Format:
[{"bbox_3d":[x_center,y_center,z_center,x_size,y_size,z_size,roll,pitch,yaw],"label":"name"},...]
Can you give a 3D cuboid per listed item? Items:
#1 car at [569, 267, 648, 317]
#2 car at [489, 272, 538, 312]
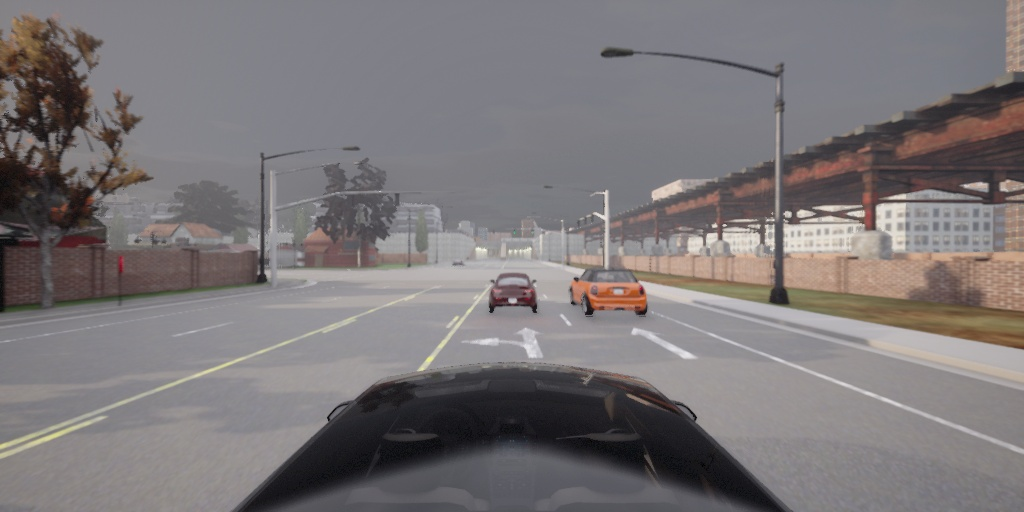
[{"bbox_3d":[3.550,1.219,14.009,2.097,1.767,4.553,0,0,1],"label":"car"},{"bbox_3d":[0.054,1.397,14.793,1.812,1.442,4.674,0,0,1],"label":"car"}]
